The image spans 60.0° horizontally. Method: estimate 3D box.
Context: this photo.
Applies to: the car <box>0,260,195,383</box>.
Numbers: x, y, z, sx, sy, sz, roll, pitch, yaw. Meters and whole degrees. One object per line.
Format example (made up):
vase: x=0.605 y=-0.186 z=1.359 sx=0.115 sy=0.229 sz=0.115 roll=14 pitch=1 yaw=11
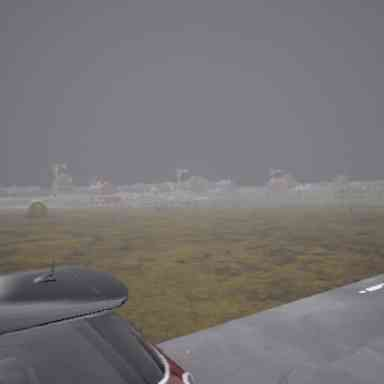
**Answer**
car: x=-2.098 y=1.361 z=1.443 sx=4.553 sy=1.767 sz=2.097 roll=0 pitch=0 yaw=-36
